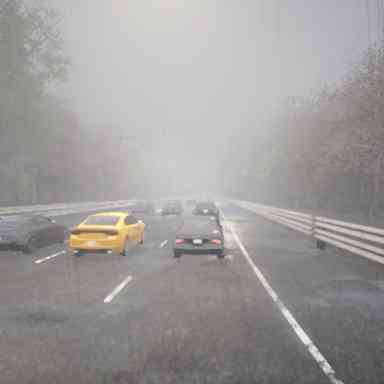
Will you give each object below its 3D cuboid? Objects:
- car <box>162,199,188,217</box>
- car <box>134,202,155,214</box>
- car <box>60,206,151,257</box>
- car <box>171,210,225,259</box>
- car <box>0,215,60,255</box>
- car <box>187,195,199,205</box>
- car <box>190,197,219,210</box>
[{"bbox_3d":[-1.952,1.803,34.443,2.033,1.411,5.357,0,0,3],"label":"car"},{"bbox_3d":[-5.331,1.791,36.642,2.033,1.411,5.357,0,0,3],"label":"car"},{"bbox_3d":[-3.171,1.561,13.430,1.882,1.535,5.008,0,0,3],"label":"car"},{"bbox_3d":[0.326,1.658,13.207,2.033,1.411,5.357,0,0,3],"label":"car"},{"bbox_3d":[-6.666,1.619,13.589,1.994,1.385,4.181,0,0,3],"label":"car"},{"bbox_3d":[-0.091,1.975,66.587,1.882,1.535,5.008,0,0,3],"label":"car"},{"bbox_3d":[1.193,1.586,28.165,2.097,1.767,4.553,0,0,3],"label":"car"}]
